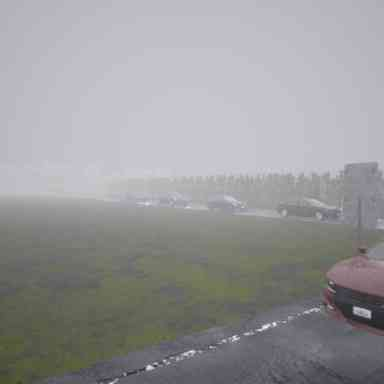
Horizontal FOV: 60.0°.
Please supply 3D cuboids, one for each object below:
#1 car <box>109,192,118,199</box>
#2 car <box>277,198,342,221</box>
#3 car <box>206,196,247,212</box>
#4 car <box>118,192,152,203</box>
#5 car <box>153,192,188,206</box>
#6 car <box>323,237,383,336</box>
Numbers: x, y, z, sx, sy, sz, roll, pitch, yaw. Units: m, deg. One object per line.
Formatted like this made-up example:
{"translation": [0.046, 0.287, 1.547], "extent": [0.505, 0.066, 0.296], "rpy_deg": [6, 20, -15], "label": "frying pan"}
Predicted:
{"translation": [-13.635, 0.592, 60.749], "extent": [1.994, 1.385, 4.181], "rpy_deg": [1, 1, -36], "label": "car"}
{"translation": [8.655, 1.217, 24.862], "extent": [1.882, 1.535, 5.008], "rpy_deg": [1, 1, -34], "label": "car"}
{"translation": [3.288, 1.101, 32.390], "extent": [1.812, 1.442, 4.674], "rpy_deg": [1, 1, -36], "label": "car"}
{"translation": [-8.384, 0.773, 48.648], "extent": [2.033, 1.411, 5.357], "rpy_deg": [1, 1, -35], "label": "car"}
{"translation": [-2.403, 0.756, 40.296], "extent": [2.097, 1.767, 4.553], "rpy_deg": [1, 1, -36], "label": "car"}
{"translation": [4.501, 1.479, 6.295], "extent": [5.008, 1.535, 1.882], "rpy_deg": [0, 0, -36], "label": "car"}
